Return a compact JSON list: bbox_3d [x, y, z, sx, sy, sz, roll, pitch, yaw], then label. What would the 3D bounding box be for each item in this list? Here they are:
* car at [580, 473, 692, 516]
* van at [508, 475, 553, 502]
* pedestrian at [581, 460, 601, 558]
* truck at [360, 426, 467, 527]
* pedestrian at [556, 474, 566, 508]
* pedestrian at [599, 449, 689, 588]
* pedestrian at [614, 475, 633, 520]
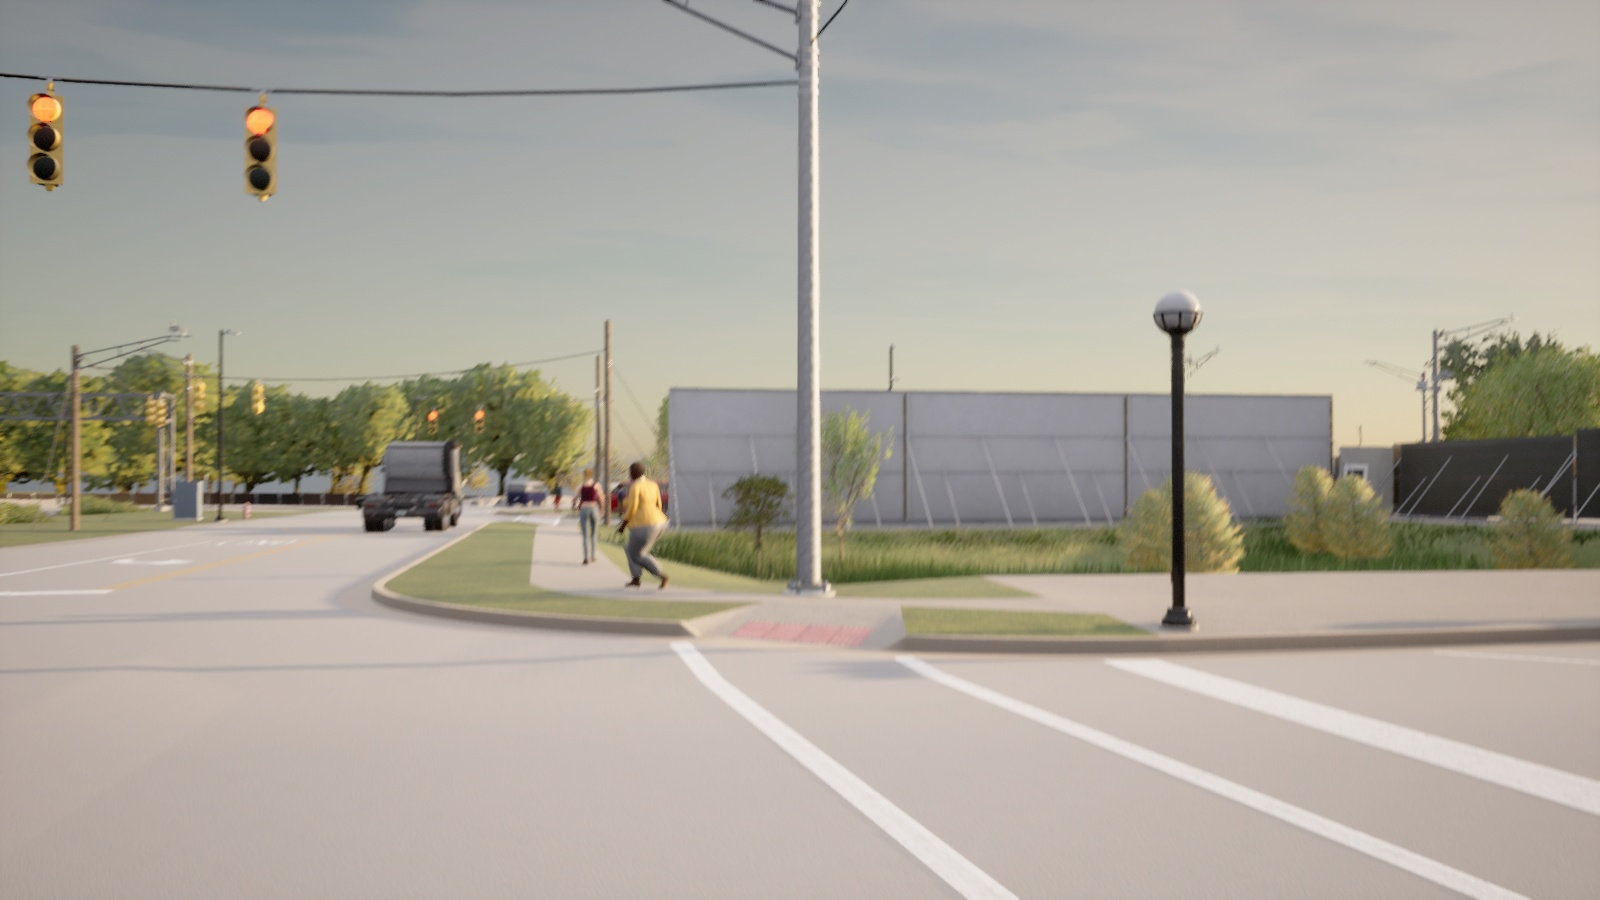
[{"bbox_3d":[-8.357,2.267,64.512,5.566,2.045,2.150,1,-1,-5],"label":"car"},{"bbox_3d":[-20.518,2.951,95.767,1.775,1.987,4.442,0,-1,11],"label":"van"},{"bbox_3d":[-3.966,1.113,23.860,0.345,1.836,0.594,0,0,-12],"label":"pedestrian"},{"bbox_3d":[-14.405,1.016,47.351,2.891,3.462,7.936,0,-1,-10],"label":"truck"},{"bbox_3d":[-13.362,2.287,70.197,0.353,1.847,0.614,0,0,13],"label":"pedestrian"},{"bbox_3d":[-2.143,0.916,17.313,0.900,1.855,0.874,0,0,24],"label":"pedestrian"},{"bbox_3d":[-7.668,2.071,54.613,0.788,1.949,0.423,0,0,-12],"label":"pedestrian"}]
